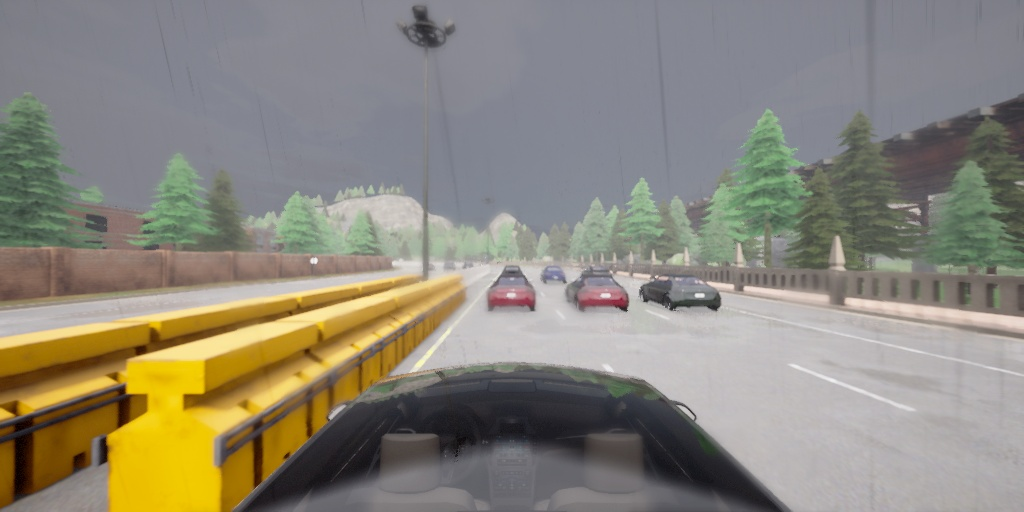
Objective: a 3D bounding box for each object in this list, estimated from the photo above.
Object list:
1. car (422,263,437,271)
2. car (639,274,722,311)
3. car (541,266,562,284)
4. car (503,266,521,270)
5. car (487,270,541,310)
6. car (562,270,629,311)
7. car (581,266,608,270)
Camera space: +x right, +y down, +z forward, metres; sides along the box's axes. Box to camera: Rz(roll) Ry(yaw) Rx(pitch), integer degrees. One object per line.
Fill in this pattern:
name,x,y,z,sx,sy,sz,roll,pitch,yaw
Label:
car,-14.616,1.923,63.428,1.812,1.442,4.674,0,-1,-5
car,7.020,1.458,15.383,1.994,1.385,4.181,0,-1,0
car,3.525,1.579,30.724,1.812,1.442,4.674,0,0,0
car,0.021,1.557,30.339,1.837,1.490,4.892,0,0,0
car,0.016,1.459,15.480,1.994,1.385,4.181,0,-1,1
car,3.518,1.458,15.363,1.994,1.385,4.181,0,-1,1
car,7.021,1.543,30.332,2.128,1.511,4.902,0,0,0
